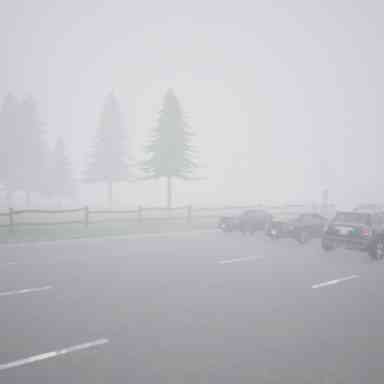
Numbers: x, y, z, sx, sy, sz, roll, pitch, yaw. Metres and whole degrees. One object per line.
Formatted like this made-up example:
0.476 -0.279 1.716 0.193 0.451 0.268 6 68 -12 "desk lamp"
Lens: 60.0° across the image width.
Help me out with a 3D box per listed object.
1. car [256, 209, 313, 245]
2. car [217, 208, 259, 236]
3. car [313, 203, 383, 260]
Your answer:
5.612 1.680 16.434 4.674 1.442 1.812 0 0 -35 "car"
3.584 1.680 19.286 4.674 1.442 1.812 0 0 -35 "car"
7.260 1.500 13.316 4.553 1.767 2.097 1 -1 -35 "car"
